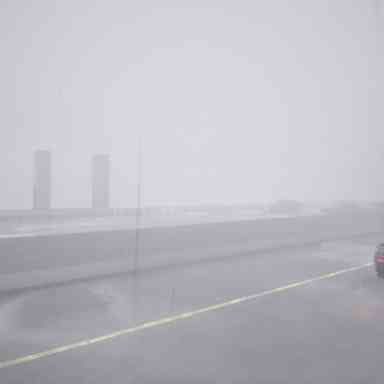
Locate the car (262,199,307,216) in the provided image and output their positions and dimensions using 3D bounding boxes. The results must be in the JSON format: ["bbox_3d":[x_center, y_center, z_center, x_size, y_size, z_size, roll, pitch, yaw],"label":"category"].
[{"bbox_3d":[8.980,1.487,32.853,4.902,1.511,2.128,0,0,-37],"label":"car"}]

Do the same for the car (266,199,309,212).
[{"bbox_3d":[11.199,1.542,38.927,5.357,1.411,2.033,0,0,-37],"label":"car"}]

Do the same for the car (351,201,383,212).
[{"bbox_3d":[16.939,1.542,30.102,5.357,1.411,2.033,0,0,-37],"label":"car"}]

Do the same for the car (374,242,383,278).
[{"bbox_3d":[6.559,1.524,8.814,4.674,1.442,1.812,0,0,-37],"label":"car"}]

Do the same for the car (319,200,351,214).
[{"bbox_3d":[14.826,1.542,32.892,5.357,1.411,2.033,0,0,-37],"label":"car"}]
